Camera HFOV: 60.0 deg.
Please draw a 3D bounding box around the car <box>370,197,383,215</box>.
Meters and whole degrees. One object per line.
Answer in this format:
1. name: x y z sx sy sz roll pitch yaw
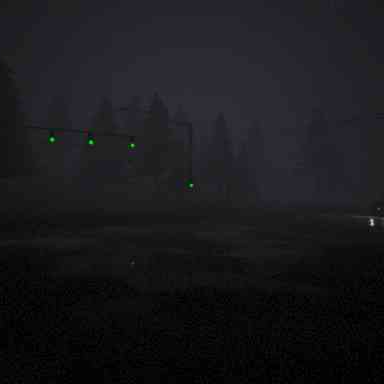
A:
1. car: 19.948 1.210 32.555 5.566 2.045 2.150 0 0 -29
